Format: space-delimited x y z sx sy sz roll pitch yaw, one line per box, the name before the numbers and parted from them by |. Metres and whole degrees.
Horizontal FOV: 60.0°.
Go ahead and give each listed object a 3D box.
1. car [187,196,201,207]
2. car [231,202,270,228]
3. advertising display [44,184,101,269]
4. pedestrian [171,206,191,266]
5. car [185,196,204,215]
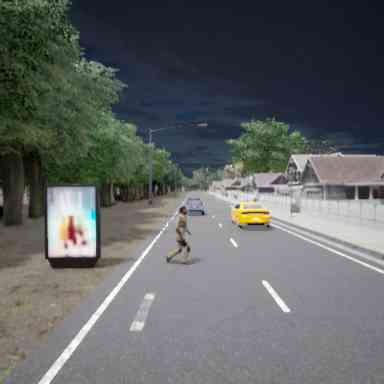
car | 0.288 1.314 47.170 1.994 1.385 4.181 0 1 1
car | 3.699 1.405 21.573 1.882 1.535 5.008 0 0 0
advertising display | -3.466 0.997 9.696 1.540 2.440 0.280 -1 1 0
pedestrian | -0.324 1.264 10.020 0.375 1.860 0.375 1 1 10
car | 0.244 1.413 32.599 2.033 1.411 5.357 0 0 0
